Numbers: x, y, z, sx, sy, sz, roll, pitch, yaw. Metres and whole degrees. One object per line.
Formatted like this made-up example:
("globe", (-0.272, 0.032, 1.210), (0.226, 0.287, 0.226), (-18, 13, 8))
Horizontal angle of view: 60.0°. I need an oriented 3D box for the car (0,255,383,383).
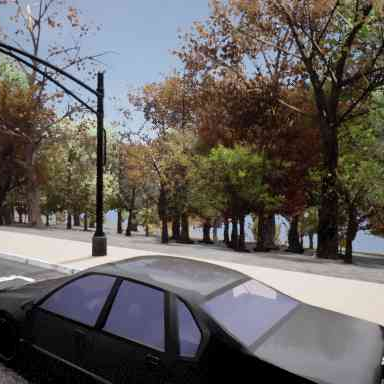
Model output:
("car", (-0.558, 1.547, 4.076), (5.357, 1.411, 2.033), (0, 0, 35))
